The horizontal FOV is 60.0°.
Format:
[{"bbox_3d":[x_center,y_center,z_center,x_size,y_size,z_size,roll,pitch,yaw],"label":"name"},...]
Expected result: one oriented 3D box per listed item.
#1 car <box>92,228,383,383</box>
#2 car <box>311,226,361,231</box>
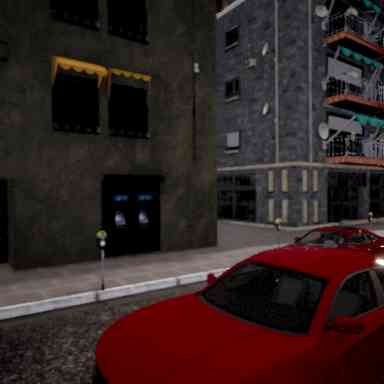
[{"bbox_3d":[1.352,1.482,4.036,5.008,1.535,1.882,0,0,-36],"label":"car"},{"bbox_3d":[3.781,1.592,8.812,4.206,1.307,1.802,0,-1,-36],"label":"car"}]
